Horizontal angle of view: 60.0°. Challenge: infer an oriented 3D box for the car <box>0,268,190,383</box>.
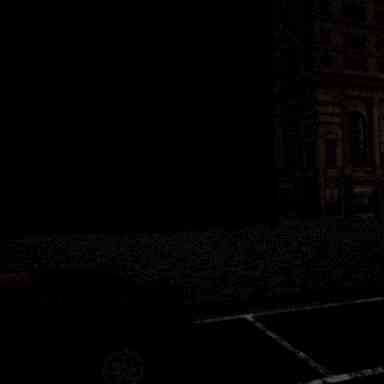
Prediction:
[{"bbox_3d":[-2.278,1.733,4.296,4.507,1.381,1.887,0,-2,-17],"label":"car"}]
